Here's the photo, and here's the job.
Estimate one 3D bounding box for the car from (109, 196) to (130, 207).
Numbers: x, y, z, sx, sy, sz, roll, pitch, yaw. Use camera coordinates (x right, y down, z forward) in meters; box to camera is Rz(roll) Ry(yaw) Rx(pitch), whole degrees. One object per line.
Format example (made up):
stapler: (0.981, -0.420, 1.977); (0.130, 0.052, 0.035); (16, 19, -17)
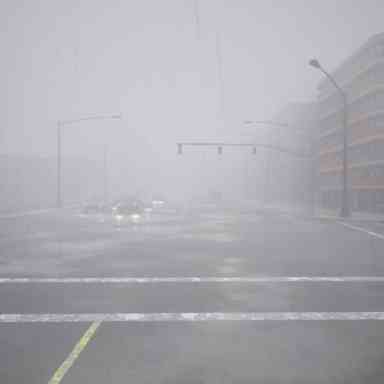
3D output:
car: (-9.803, 1.283, 45.453); (1.994, 1.385, 4.181); (0, 1, 0)

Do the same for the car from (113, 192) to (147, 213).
car: (-6.337, 1.226, 34.590); (2.097, 1.767, 4.553); (0, 1, 0)

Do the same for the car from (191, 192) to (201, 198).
car: (0.883, 0.649, 75.841); (2.033, 1.411, 5.357); (0, 1, 0)

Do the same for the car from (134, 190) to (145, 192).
car: (-9.728, 0.669, 60.679); (2.150, 2.045, 5.566); (0, 1, 1)

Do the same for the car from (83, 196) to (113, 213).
car: (-9.835, 1.225, 34.932); (2.097, 1.767, 4.553); (0, 1, 0)

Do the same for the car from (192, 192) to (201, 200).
car: (0.854, 0.959, 65.865); (1.895, 1.301, 4.718); (0, 1, 0)

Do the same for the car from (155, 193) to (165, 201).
car: (-6.209, 0.907, 62.668); (2.128, 1.511, 4.902); (0, 1, 1)

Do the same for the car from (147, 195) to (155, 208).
car: (-6.310, 1.278, 43.470); (1.812, 1.442, 4.674); (0, 1, 0)

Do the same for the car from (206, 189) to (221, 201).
car: (4.451, 0.603, 64.647); (2.150, 2.045, 5.566); (0, 1, 0)

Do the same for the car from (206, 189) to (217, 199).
car: (4.383, 0.428, 75.739); (2.150, 2.045, 5.566); (0, 1, 0)
